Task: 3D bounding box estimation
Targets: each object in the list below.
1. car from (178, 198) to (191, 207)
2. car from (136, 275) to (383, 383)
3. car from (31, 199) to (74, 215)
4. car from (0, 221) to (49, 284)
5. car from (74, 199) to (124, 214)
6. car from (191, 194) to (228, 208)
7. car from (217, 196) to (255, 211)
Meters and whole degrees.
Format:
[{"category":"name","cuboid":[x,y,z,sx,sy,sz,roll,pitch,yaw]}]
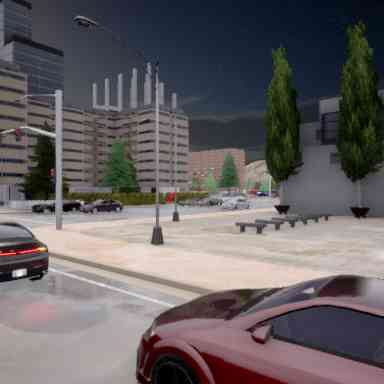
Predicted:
[{"category":"car","cuboid":[-0.033,1.600,51.683,1.895,1.301,4.718,0,0,40]},{"category":"car","cuboid":[1.428,1.564,3.225,4.181,1.385,1.994,0,0,37]},{"category":"car","cuboid":[-14.217,1.478,34.975,1.882,1.535,5.008,0,0,40]},{"category":"car","cuboid":[-5.587,1.505,8.764,4.892,1.490,1.837,0,0,40]},{"category":"car","cuboid":[-9.477,1.503,35.152,1.837,1.490,4.892,0,1,40]},{"category":"car","cuboid":[2.649,1.491,49.432,2.128,1.511,4.902,0,0,40]},{"category":"car","cuboid":[5.556,1.525,41.750,1.812,1.442,4.674,0,0,40]}]
